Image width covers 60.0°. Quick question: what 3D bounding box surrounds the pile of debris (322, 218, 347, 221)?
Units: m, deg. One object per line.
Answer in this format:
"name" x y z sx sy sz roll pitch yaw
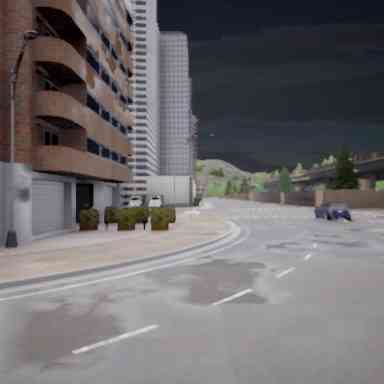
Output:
"pile of debris" 12.838 2.488 29.983 1.500 0.140 1.860 0 -1 2

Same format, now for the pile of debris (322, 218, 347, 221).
"pile of debris" 12.838 2.488 29.983 1.500 0.140 1.860 0 -1 2

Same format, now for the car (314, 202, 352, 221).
"car" 12.879 1.678 30.735 2.097 1.767 4.553 0 0 4
